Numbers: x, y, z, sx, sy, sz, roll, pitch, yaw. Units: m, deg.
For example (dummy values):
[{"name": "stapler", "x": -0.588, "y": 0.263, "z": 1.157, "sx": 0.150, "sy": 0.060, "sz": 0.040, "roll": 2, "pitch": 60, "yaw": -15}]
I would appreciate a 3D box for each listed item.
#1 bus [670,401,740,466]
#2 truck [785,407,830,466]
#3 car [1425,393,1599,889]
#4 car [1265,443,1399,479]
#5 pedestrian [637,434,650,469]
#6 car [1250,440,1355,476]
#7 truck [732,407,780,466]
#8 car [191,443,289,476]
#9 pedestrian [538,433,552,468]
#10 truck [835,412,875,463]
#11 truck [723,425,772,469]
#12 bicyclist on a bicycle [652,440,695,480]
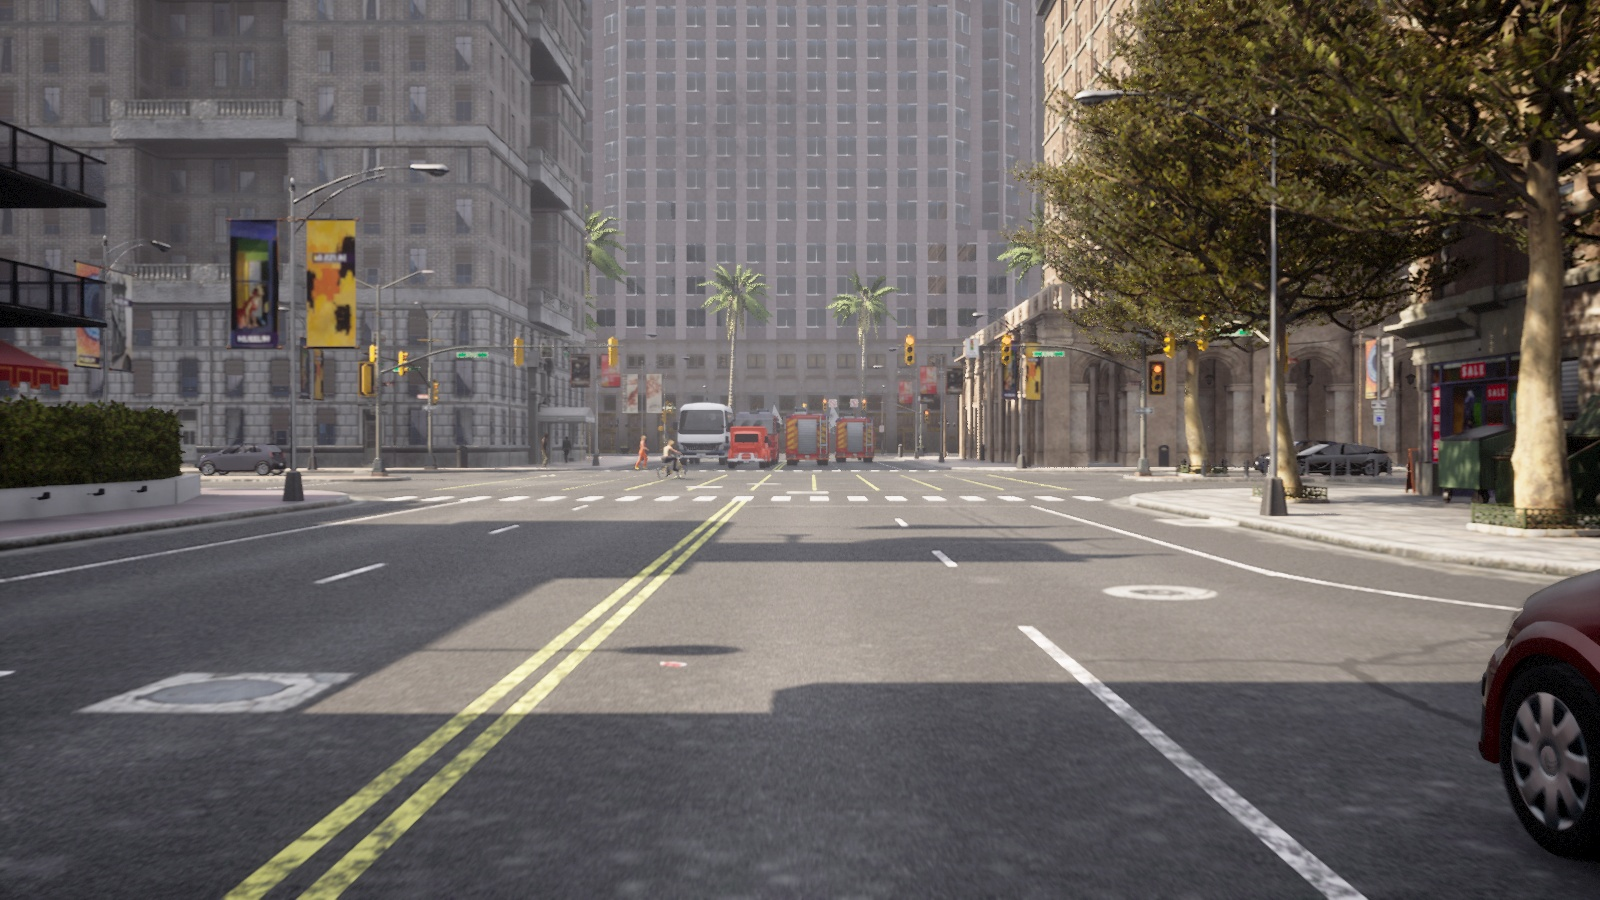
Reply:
[{"name": "bus", "x": -6.474, "y": -1.126, "z": 87.137, "sx": 3.944, "sy": 4.253, "sz": 10.273, "roll": 0, "pitch": 0, "yaw": 1}, {"name": "truck", "x": 0.503, "y": -0.897, "z": 85.110, "sx": 2.891, "sy": 3.827, "sz": 8.468, "roll": 0, "pitch": 0, "yaw": 0}, {"name": "car", "x": 3.534, "y": 0.629, "z": 3.259, "sx": 1.851, "sy": 1.617, "sz": 3.988, "roll": 0, "pitch": 0, "yaw": 0}, {"name": "car", "x": 22.483, "y": 0.464, "z": 53.235, "sx": 4.792, "sy": 1.488, "sz": 2.163, "roll": 0, "pitch": 0, "yaw": 2}, {"name": "pedestrian", "x": -8.345, "y": 0.092, "z": 66.927, "sx": 0.594, "sy": 1.836, "sz": 0.345, "roll": 0, "pitch": 0, "yaw": 6}, {"name": "car", "x": 22.676, "y": 0.343, "z": 56.765, "sx": 3.988, "sy": 1.617, "sz": 1.851, "roll": 0, "pitch": 0, "yaw": 1}, {"name": "truck", "x": -2.983, "y": -0.908, "z": 86.718, "sx": 2.891, "sy": 3.827, "sz": 8.468, "roll": 0, "pitch": 0, "yaw": 1}, {"name": "car", "x": -25.527, "y": 0.417, "z": 57.325, "sx": 3.633, "sy": 1.501, "sz": 1.845, "roll": 0, "pitch": 0, "yaw": 1}, {"name": "pedestrian", "x": -13.609, "y": 0.014, "z": 67.022, "sx": 0.703, "sy": 1.840, "sz": 0.431, "roll": 0, "pitch": 0, "yaw": -13}, {"name": "truck", "x": 4.194, "y": -0.967, "z": 97.881, "sx": 2.891, "sy": 3.827, "sz": 8.468, "roll": 0, "pitch": 0, "yaw": 1}, {"name": "truck", "x": -3.062, "y": -0.149, "z": 74.192, "sx": 2.627, "sy": 2.467, "sz": 5.204, "roll": 0, "pitch": -1, "yaw": 0}, {"name": "bicyclist on a bicycle", "x": -5.187, "y": 0.388, "z": 51.540, "sx": 1.509, "sy": 1.612, "sz": 0.866, "roll": 0, "pitch": 0, "yaw": -43}]
